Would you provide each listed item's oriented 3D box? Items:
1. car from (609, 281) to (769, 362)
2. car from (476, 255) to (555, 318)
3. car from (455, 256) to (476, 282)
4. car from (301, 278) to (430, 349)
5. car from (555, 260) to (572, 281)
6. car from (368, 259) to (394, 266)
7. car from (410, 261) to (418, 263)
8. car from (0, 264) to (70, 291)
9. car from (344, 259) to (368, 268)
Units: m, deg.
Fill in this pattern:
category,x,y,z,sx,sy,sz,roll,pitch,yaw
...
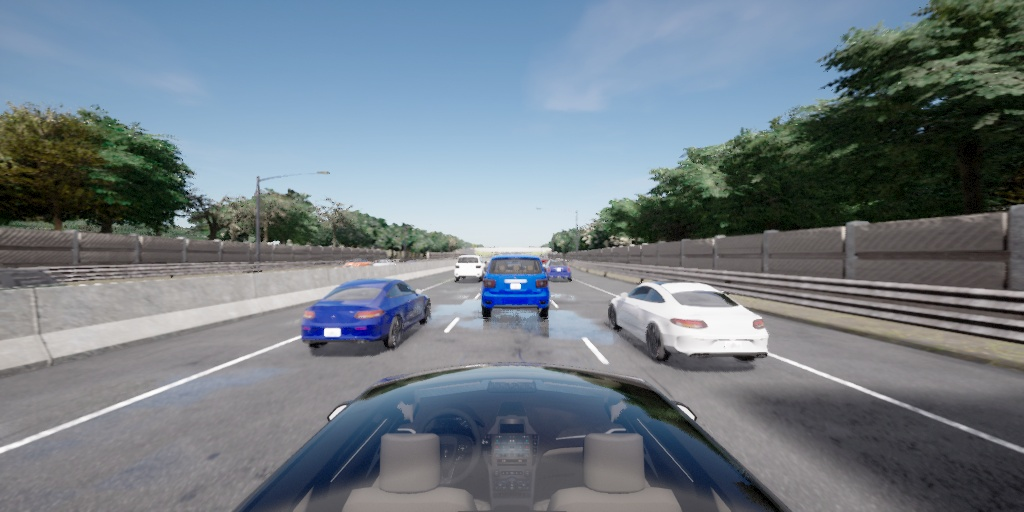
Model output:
category,x,y,z,sx,sy,sz,roll,pitch,yaw
car,3.605,1.281,8.137,1.812,1.442,4.674,0,0,0
car,0.113,0.979,13.162,2.150,2.045,5.566,0,0,0
car,-3.324,0.992,29.655,2.150,2.045,5.566,0,0,0
car,-3.393,1.280,9.080,1.812,1.442,4.674,0,0,0
car,3.680,1.124,30.262,2.097,1.767,4.553,0,0,0
car,-17.361,1.310,48.743,1.812,1.442,4.674,0,0,1
car,-13.846,1.350,49.876,1.994,1.385,4.181,0,0,1
car,-14.091,1.104,8.771,2.097,1.767,4.553,0,0,0
car,-20.860,1.136,48.480,2.097,1.767,4.553,0,0,1
